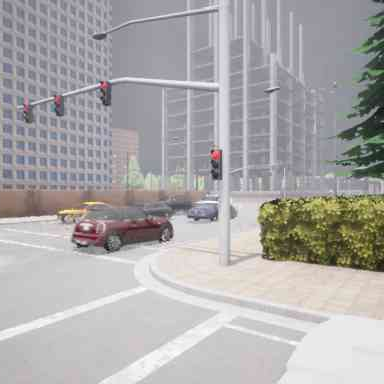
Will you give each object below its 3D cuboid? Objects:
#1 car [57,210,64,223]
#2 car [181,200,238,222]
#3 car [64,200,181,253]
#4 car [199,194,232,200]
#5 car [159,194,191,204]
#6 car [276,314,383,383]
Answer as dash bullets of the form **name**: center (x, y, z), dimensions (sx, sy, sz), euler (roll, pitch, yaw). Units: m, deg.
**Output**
- **car**: center (-7.930, 1.533, 25.712), dimensions (1.882, 1.535, 5.008), euler (0, 0, 35)
- **car**: center (1.764, 1.602, 26.911), dimensions (2.033, 1.411, 5.357), euler (0, 0, 35)
- **car**: center (-2.815, 1.407, 14.451), dimensions (2.097, 1.767, 4.553), euler (0, 0, 35)
- **car**: center (2.186, 1.277, 33.848), dimensions (2.150, 2.045, 5.566), euler (0, 0, 36)
- **car**: center (-2.158, 1.277, 33.800), dimensions (2.150, 2.045, 5.566), euler (0, 0, 35)
- **car**: center (2.878, 1.601, 1.914), dimensions (4.718, 1.301, 1.895), euler (0, 0, 36)
